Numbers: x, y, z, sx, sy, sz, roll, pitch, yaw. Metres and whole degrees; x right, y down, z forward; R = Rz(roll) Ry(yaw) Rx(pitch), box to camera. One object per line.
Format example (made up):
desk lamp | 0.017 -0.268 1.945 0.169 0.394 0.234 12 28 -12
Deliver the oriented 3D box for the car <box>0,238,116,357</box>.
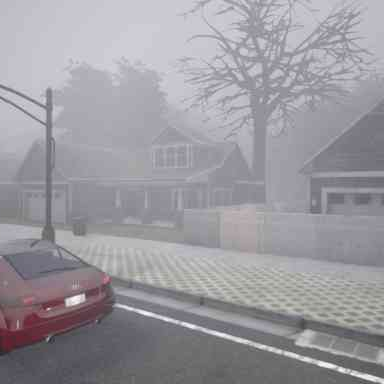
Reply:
car | -3.352 1.564 6.066 4.181 1.385 1.994 0 0 35
